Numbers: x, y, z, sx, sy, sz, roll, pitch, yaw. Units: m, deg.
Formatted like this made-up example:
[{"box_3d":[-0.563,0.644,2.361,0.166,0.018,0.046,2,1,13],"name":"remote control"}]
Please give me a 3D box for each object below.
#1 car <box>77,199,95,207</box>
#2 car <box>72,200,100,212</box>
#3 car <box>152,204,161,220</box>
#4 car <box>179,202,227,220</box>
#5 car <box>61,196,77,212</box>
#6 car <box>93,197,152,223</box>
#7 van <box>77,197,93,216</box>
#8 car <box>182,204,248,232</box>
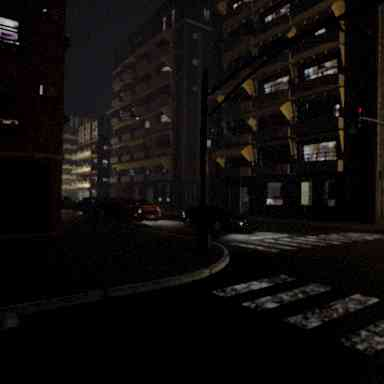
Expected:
[{"box_3d":[-18.360,1.860,57.365,1.802,1.307,4.206,1,-1,-35],"name":"car"},{"box_3d":[-12.892,1.662,40.314,1.994,1.385,4.181,1,-1,-35],"name":"car"},{"box_3d":[-4.444,1.401,28.374,2.097,1.767,4.553,1,-1,-35],"name":"car"},{"box_3d":[0.882,1.679,30.208,1.752,1.417,4.829,1,-1,-35],"name":"car"},{"box_3d":[-15.115,1.364,39.164,2.192,1.841,5.009,1,-1,-35],"name":"car"},{"box_3d":[-5.444,1.306,25.515,2.192,1.841,5.009,1,-1,-35],"name":"car"},{"box_3d":[-8.668,1.351,30.065,1.690,1.788,3.998,1,-1,-35],"name":"van"},{"box_3d":[1.291,1.522,20.330,1.837,1.490,4.892,1,-1,-36],"name":"car"}]
